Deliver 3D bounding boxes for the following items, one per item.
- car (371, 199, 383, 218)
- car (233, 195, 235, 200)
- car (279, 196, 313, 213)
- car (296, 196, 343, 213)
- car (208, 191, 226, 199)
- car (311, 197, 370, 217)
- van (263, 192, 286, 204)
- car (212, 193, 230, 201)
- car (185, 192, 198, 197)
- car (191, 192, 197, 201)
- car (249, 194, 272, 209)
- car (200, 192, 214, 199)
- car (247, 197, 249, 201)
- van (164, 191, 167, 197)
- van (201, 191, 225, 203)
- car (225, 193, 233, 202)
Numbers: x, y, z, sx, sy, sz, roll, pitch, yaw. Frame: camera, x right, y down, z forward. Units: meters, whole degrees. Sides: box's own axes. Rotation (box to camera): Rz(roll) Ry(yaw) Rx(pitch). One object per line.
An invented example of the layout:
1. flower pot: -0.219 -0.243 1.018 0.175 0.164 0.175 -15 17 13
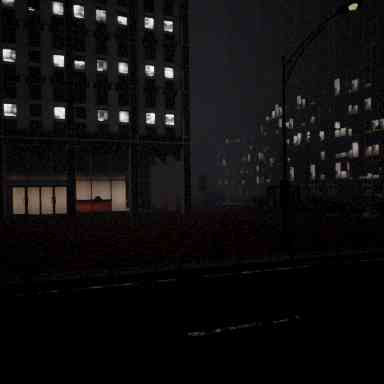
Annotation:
1. car: 16.952 1.218 26.053 2.097 1.767 4.553 -1 1 -19
2. car: 7.496 0.955 69.610 1.802 1.307 4.206 0 1 -20
3. car: 11.039 1.400 34.649 1.802 1.307 4.206 0 1 -20
4. car: 13.518 1.252 35.711 1.882 1.535 5.008 -1 1 -20
5. car: 5.572 0.635 74.955 2.192 1.841 5.009 0 1 -20
6. car: 12.945 1.435 29.293 1.947 1.339 4.313 0 1 -20
7. van: 13.262 0.872 53.561 1.690 1.788 3.998 0 1 -20
8. car: 5.732 0.958 66.839 1.812 1.442 4.674 -1 1 -20
9. car: -0.194 0.711 91.003 2.008 1.369 4.403 0 1 -20
10. car: -0.391 1.057 66.776 2.008 1.369 4.403 0 1 -20
11. car: 9.171 1.332 40.017 1.947 1.339 4.313 0 1 -20
12. car: 3.650 0.707 80.305 1.967 1.590 4.097 0 1 -20
13. car: 11.341 1.060 58.912 1.802 1.307 4.206 0 1 -20
14. van: -6.158 0.687 82.820 1.690 1.788 3.998 0 1 -20
15. van: 3.454 0.953 56.076 1.690 1.788 3.998 0 1 -20
16. car: 4.960 0.959 59.813 2.097 1.767 4.553 -1 1 -20
